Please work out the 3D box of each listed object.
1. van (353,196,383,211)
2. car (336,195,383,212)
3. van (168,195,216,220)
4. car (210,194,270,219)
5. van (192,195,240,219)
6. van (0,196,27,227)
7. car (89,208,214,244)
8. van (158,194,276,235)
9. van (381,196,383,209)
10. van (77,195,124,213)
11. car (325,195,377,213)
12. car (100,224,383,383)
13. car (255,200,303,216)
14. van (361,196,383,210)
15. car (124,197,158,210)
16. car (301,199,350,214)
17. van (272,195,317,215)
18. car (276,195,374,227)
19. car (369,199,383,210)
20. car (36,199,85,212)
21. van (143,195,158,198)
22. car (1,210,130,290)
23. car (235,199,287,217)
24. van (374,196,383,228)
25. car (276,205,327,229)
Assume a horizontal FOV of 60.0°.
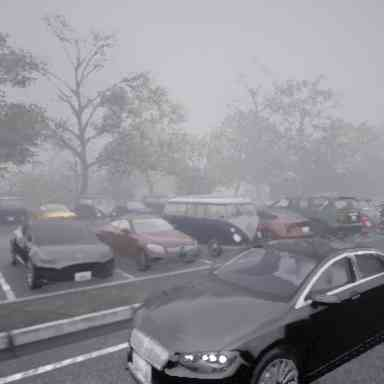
[{"bbox_3d":[24.850,1.560,45.848,1.878,1.987,4.442,1,0,-35],"label":"van"},{"bbox_3d":[22.542,1.505,44.314,2.435,2.045,5.566,1,0,-35],"label":"car"},{"bbox_3d":[-0.107,1.231,28.364,1.878,1.987,4.442,1,0,-35],"label":"van"},{"bbox_3d":[4.388,1.264,31.388,2.435,2.045,5.566,1,0,-35],"label":"car"},{"bbox_3d":[2.047,1.260,29.899,1.878,1.987,4.442,1,0,-35],"label":"van"},{"bbox_3d":[-11.377,1.243,20.341,1.878,1.987,4.442,0,0,-35],"label":"van"},{"bbox_3d":[-1.604,1.494,11.103,2.002,1.452,4.674,0,0,-35],"label":"car"},{"bbox_3d":[0.726,1.214,12.615,1.878,1.987,4.442,0,0,-35],"label":"van"},{"bbox_3d":[31.627,1.653,50.684,1.878,1.987,4.442,1,-1,-36],"label":"van"},{"bbox_3d":[-6.729,1.213,23.363,1.878,1.987,4.442,0,0,-35],"label":"van"},{"bbox_3d":[20.286,1.475,42.707,2.435,2.045,5.566,1,0,-35],"label":"car"},{"bbox_3d":[1.491,1.485,4.748,4.902,1.511,2.128,0,0,-35],"label":"car"},{"bbox_3d":[8.986,1.617,34.693,2.002,1.452,4.674,1,0,-35],"label":"car"},{"bbox_3d":[26.971,1.590,47.644,1.878,1.987,4.442,1,0,-35],"label":"van"},{"bbox_3d":[-4.542,1.424,25.070,2.097,1.535,5.008,0,0,-35],"label":"car"},{"bbox_3d":[15.757,1.666,39.510,2.097,1.535,5.008,1,0,-35],"label":"car"},{"bbox_3d":[11.073,1.380,36.325,1.878,1.987,4.442,1,0,-35],"label":"van"},{"bbox_3d":[5.152,1.174,15.944,2.435,2.045,5.566,1,0,-35],"label":"car"},{"bbox_3d":[29.290,1.846,49.159,2.097,1.535,5.008,1,0,-35],"label":"car"},{"bbox_3d":[-8.943,1.451,21.703,1.946,1.575,5.366,0,0,-35],"label":"car"},{"bbox_3d":[-2.337,1.200,26.491,1.878,1.987,4.442,0,0,-35],"label":"van"},{"bbox_3d":[-3.848,1.498,9.465,2.163,1.488,4.792,0,0,-35],"label":"car"},{"bbox_3d":[6.731,1.547,33.083,2.097,1.535,5.008,1,0,-35],"label":"car"},{"bbox_3d":[7.497,1.230,17.436,1.878,1.987,4.442,1,0,-35],"label":"van"},{"bbox_3d":[2.908,1.455,14.348,2.163,1.488,4.792,0,0,-35],"label":"car"}]
